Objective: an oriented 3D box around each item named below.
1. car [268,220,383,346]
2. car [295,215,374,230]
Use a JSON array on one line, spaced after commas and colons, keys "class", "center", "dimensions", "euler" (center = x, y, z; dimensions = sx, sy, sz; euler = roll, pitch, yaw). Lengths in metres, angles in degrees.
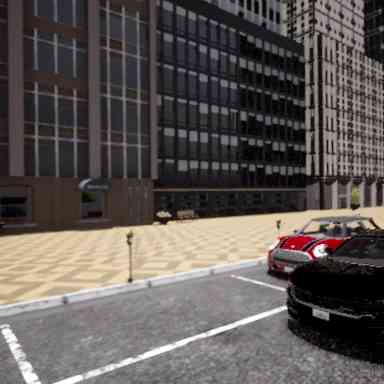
[{"class": "car", "center": [3.845, 1.482, 6.310], "dimensions": [5.008, 1.535, 1.882], "euler": [0, 0, -37]}, {"class": "car", "center": [4.071, 1.462, 9.744], "dimensions": [4.097, 1.590, 1.967], "euler": [0, -1, -37]}]
